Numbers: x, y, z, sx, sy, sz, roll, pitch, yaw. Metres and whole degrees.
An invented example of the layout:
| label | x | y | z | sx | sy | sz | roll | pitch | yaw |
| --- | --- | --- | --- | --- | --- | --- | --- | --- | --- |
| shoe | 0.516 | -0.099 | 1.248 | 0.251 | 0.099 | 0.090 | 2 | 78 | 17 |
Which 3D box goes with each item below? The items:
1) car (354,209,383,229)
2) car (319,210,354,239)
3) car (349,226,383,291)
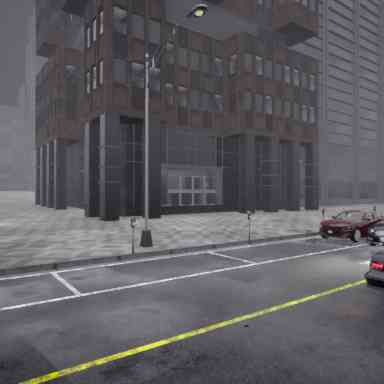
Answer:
| label | x | y | z | sx | sy | sz | roll | pitch | yaw |
| --- | --- | --- | --- | --- | --- | --- | --- | --- | --- |
| car | 9.128 | 1.493 | 13.743 | 4.902 | 1.511 | 2.128 | 0 | 0 | -35 |
| car | 8.040 | 1.546 | 16.247 | 4.507 | 1.381 | 1.887 | 0 | 0 | -35 |
| car | 6.102 | 1.547 | 7.658 | 5.357 | 1.411 | 2.033 | 0 | 0 | -35 |
